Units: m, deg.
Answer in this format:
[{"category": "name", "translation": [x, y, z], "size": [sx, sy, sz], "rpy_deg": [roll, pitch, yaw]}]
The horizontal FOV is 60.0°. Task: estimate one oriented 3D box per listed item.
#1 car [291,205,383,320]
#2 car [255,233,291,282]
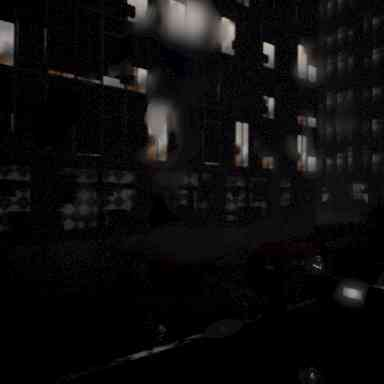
[{"category": "car", "translation": [4.726, 1.227, 6.737], "size": [5.566, 2.045, 2.150], "rpy_deg": [0, 0, -35]}, {"category": "car", "translation": [3.691, 1.548, 9.194], "size": [4.507, 1.381, 1.887], "rpy_deg": [0, 0, -35]}]
